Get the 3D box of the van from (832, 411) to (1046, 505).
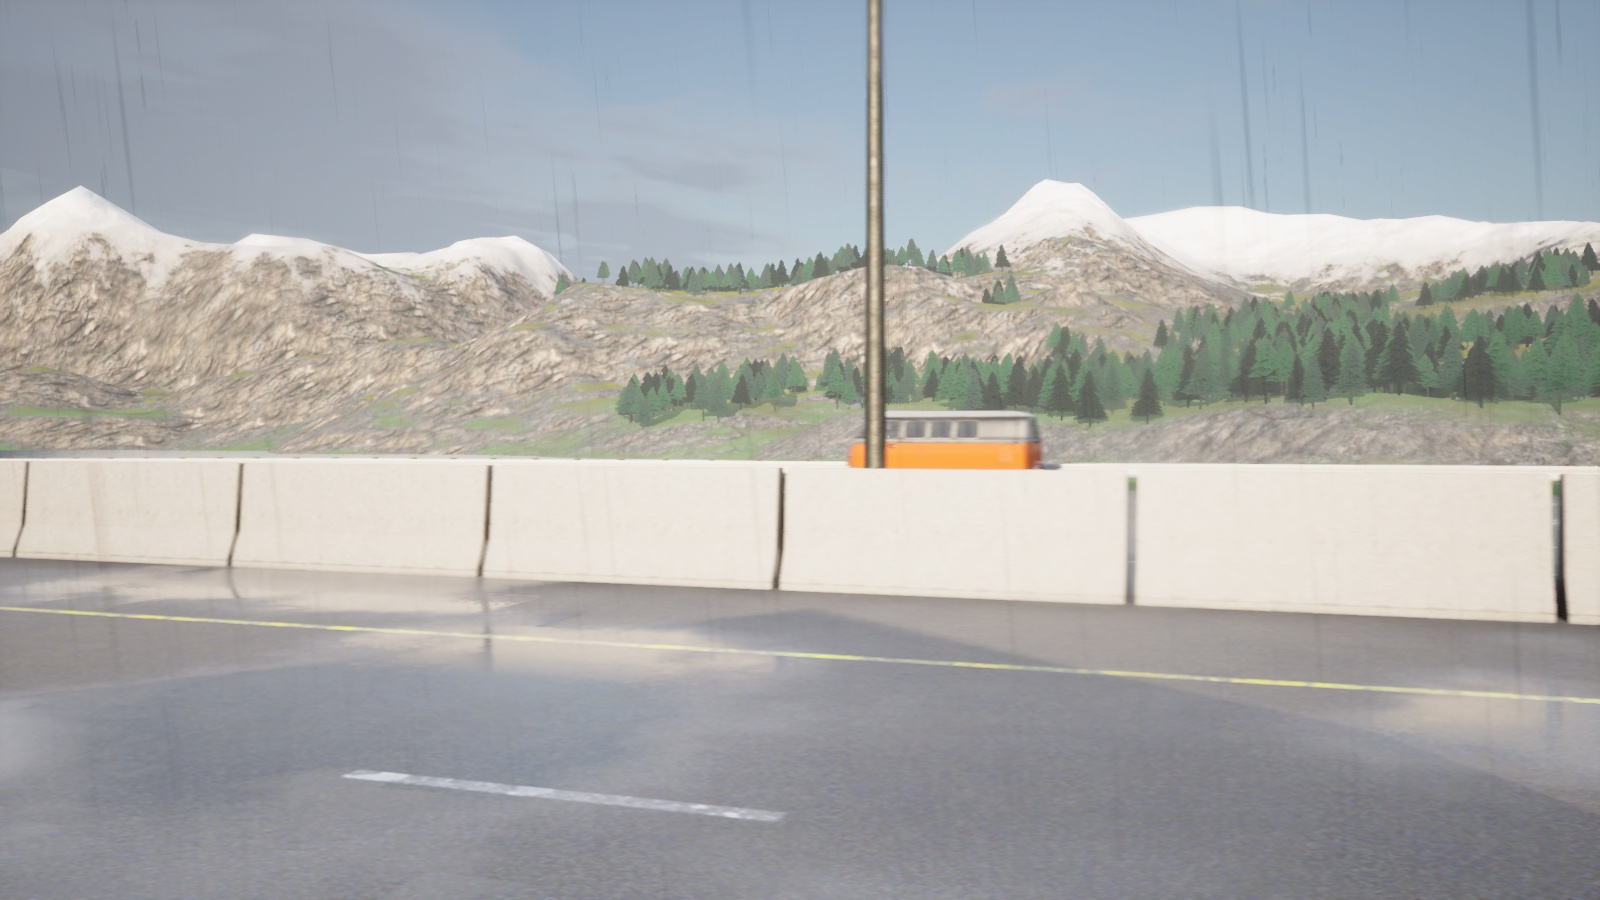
[{"bbox_3d":[3.108,0.132,27.997,4.442,1.987,1.775,1,1,19],"label":"van"}]
